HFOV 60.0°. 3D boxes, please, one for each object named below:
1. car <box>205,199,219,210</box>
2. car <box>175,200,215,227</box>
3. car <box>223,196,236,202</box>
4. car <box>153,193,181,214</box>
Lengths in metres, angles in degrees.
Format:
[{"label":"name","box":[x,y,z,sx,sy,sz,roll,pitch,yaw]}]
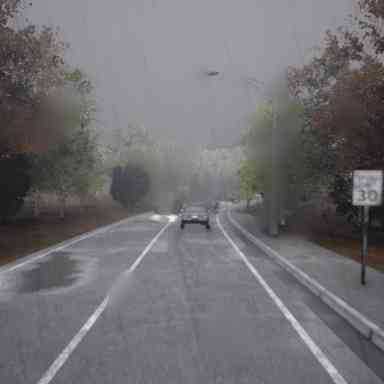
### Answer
[{"label":"car","box":[2.468,1.582,43.188,1.895,1.301,4.718,1,0,10]},{"label":"car","box":[0.247,1.518,22.296,2.033,1.411,5.357,1,0,2]},{"label":"car","box":[8.326,1.489,74.334,1.895,1.301,4.718,2,0,22]},{"label":"car","box":[-2.474,1.159,35.190,2.150,2.045,5.566,0,0,7]}]
